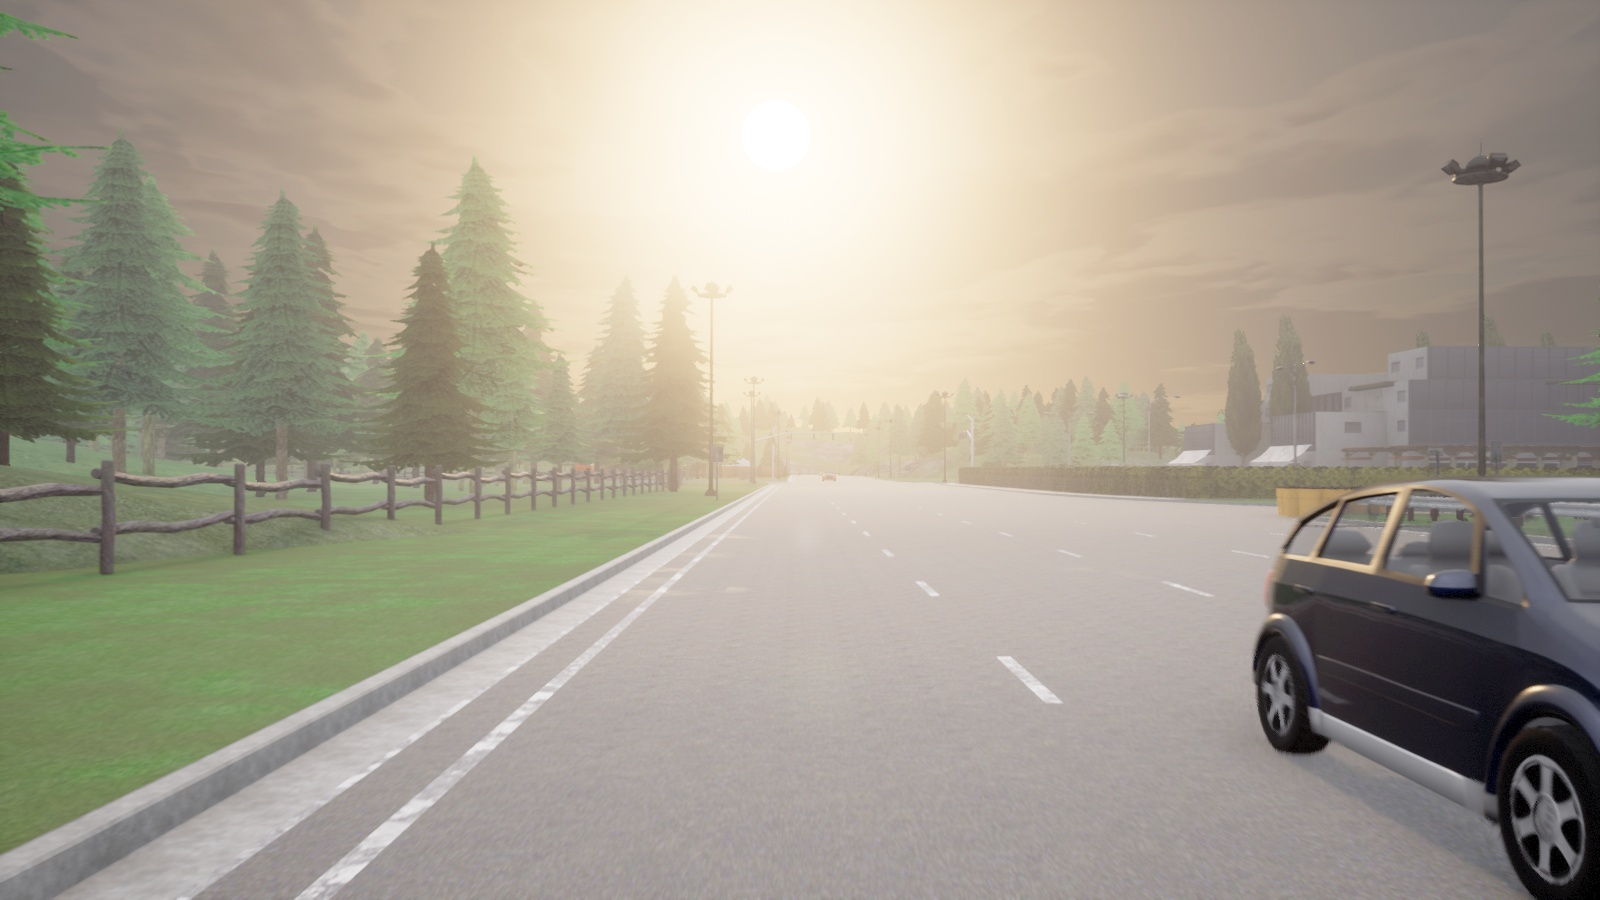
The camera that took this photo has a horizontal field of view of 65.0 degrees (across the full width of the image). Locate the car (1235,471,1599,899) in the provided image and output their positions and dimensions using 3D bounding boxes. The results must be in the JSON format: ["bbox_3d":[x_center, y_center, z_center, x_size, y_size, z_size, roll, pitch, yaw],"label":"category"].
[{"bbox_3d":[3.487,0.873,5.593,1.789,1.549,3.705,0,-1,0],"label":"car"}]
